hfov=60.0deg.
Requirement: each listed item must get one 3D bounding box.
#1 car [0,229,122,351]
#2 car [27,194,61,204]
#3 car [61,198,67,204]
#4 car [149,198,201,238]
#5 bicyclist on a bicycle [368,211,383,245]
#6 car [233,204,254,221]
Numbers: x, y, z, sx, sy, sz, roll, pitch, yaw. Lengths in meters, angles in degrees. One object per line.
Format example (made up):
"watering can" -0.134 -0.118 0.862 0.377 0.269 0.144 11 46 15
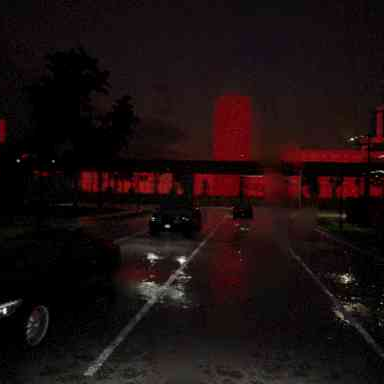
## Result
"car" -2.812 1.504 6.384 1.812 1.442 4.674 2 -1 9
"car" -25.093 1.150 55.844 4.553 1.767 2.097 2 -1 11
"car" -24.701 1.351 59.353 4.892 1.490 1.837 2 -1 11
"car" -0.771 1.395 19.249 2.150 2.045 5.566 2 -1 9
"bicyclist on a bicycle" 9.258 1.750 15.793 1.656 1.620 0.582 2 -1 9
"car" 5.111 1.976 33.295 1.882 1.535 5.008 2 -1 9
